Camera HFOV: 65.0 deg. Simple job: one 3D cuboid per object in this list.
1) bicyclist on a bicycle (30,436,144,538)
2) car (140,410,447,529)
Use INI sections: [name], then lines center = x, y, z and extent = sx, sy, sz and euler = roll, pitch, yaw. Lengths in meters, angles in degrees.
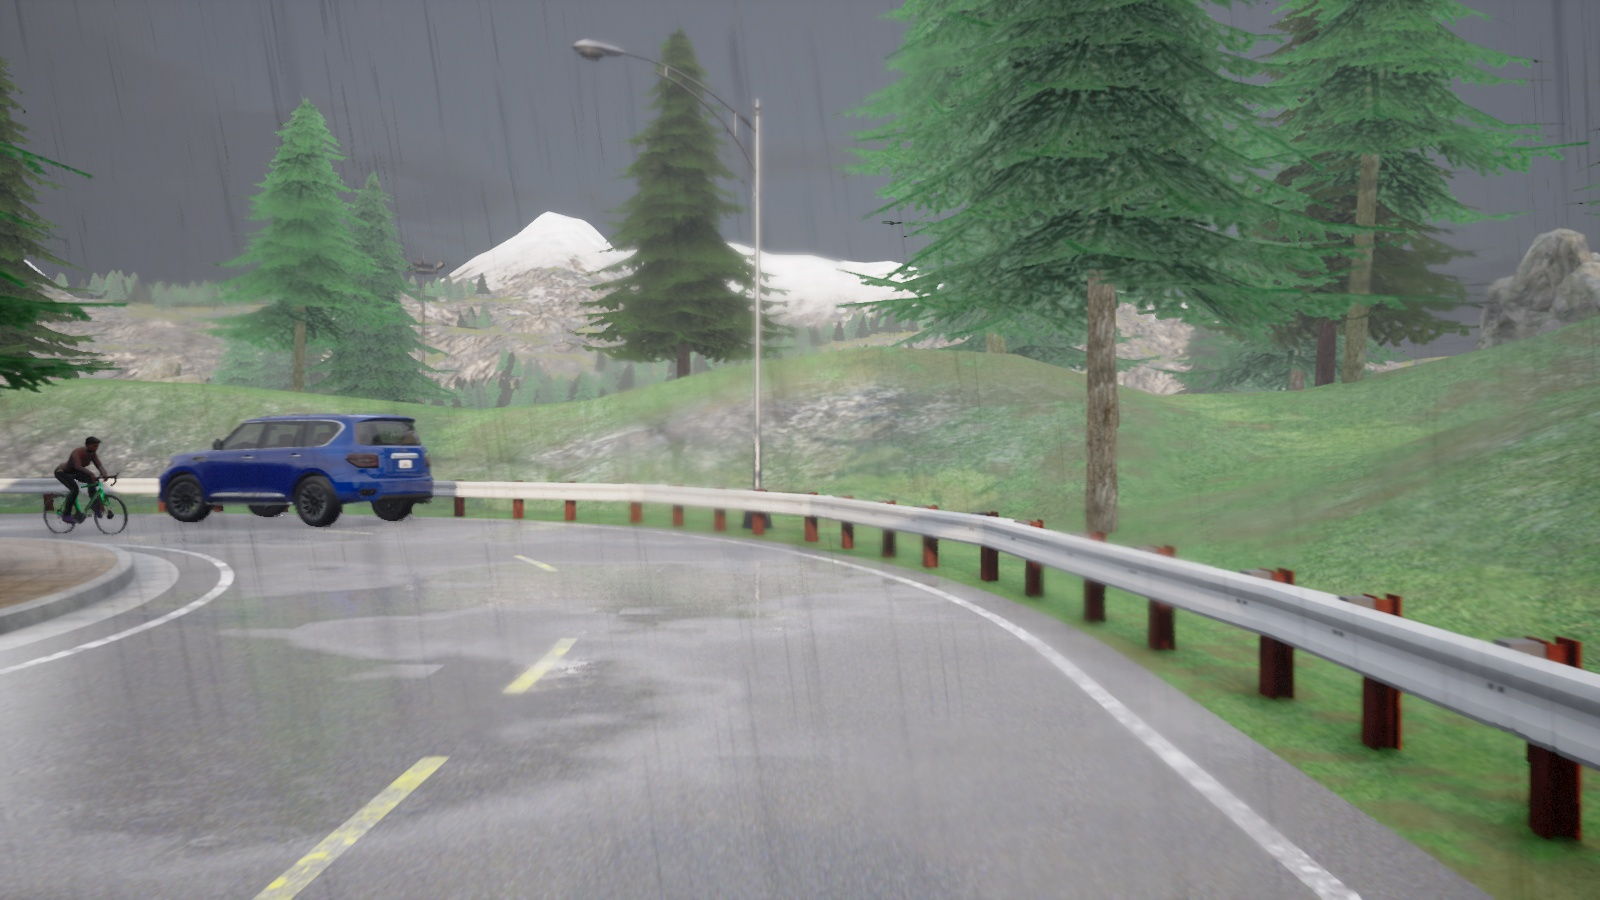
[bicyclist on a bicycle]
center = -11.682, 0.583, 20.581
extent = 1.656, 1.620, 0.582
euler = 0, 1, 13
[car]
center = -9.633, 0.331, 23.821
extent = 5.566, 2.045, 2.150
euler = 0, 0, 24
